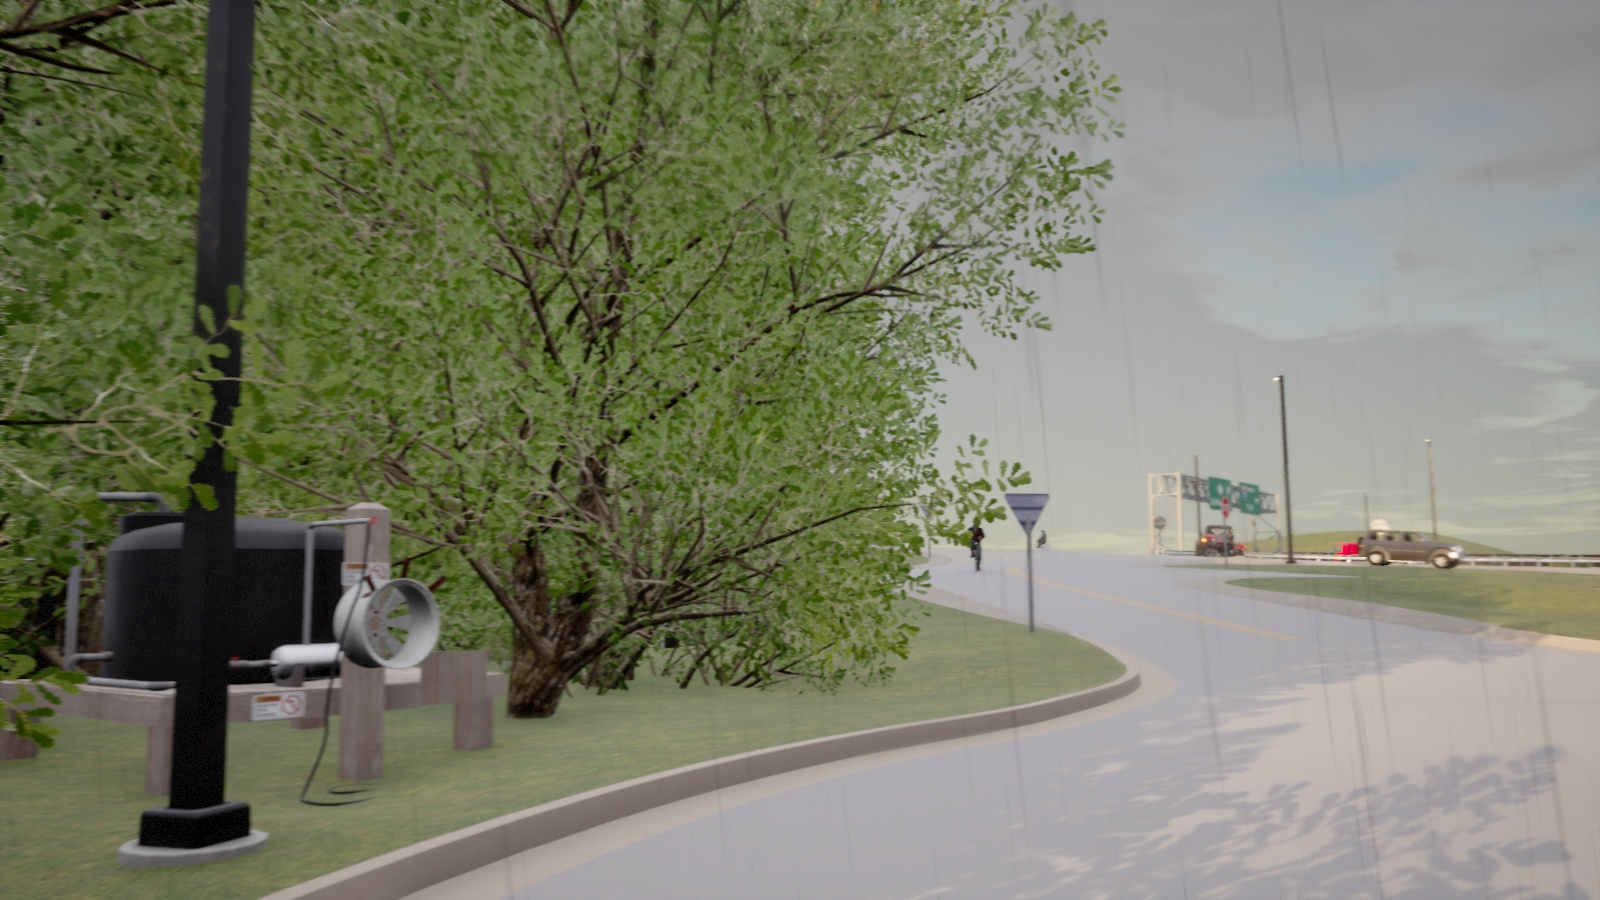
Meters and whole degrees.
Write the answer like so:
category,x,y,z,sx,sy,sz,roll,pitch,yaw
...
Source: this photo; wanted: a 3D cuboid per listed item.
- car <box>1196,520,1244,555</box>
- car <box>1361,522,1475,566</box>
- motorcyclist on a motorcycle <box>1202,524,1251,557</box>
category,x,y,z,sx,sy,sz,roll,pitch,yaw
car,24.150,5.058,72.132,1.905,1.878,3.866,0,-5,28
car,29.517,4.487,60.052,4.605,1.855,1.932,0,-5,37
motorcyclist on a motorcycle,22.925,4.851,67.542,2.350,1.649,0.766,1,-3,9
